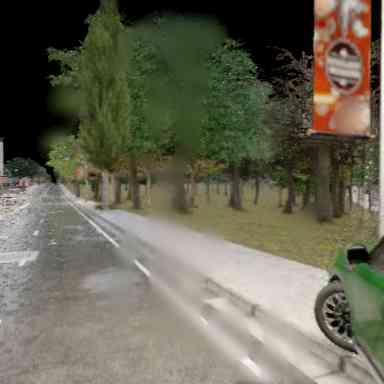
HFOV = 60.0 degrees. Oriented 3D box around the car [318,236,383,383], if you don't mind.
[{"bbox_3d":[2.649,1.089,2.444,2.150,2.045,5.566,-2,2,10],"label":"car"}]
